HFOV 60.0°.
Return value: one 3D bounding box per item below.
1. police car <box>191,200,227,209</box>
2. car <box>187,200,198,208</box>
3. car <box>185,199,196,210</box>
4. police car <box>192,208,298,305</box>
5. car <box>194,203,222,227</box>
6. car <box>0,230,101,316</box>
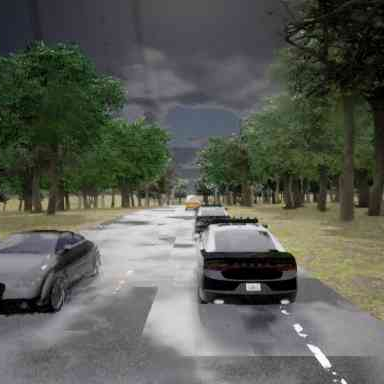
[{"bbox_3d":[1.068,1.474,18.309,1.930,1.638,5.238,0,0,0],"label":"police car"},{"bbox_3d":[0.060,2.147,60.726,1.895,1.301,4.718,0,-1,0],"label":"car"},{"bbox_3d":[0.089,1.739,46.235,1.882,1.535,5.008,0,-1,1],"label":"car"},{"bbox_3d":[1.058,1.436,8.307,1.930,1.638,5.238,0,0,0],"label":"police car"},{"bbox_3d":[1.074,1.608,24.199,1.812,1.442,4.674,0,0,0],"label":"car"},{"bbox_3d":[-3.493,1.572,7.487,1.994,1.385,4.181,0,0,0],"label":"car"}]
